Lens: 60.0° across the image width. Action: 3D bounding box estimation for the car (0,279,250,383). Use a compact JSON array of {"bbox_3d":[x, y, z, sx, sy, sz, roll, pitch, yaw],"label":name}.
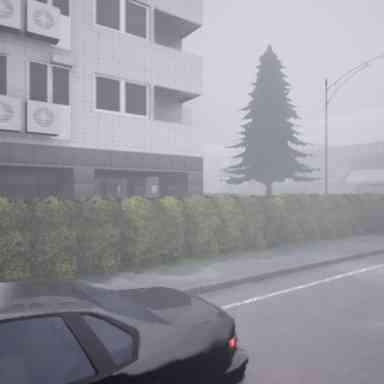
[{"bbox_3d":[-1.975,1.547,2.579,5.357,1.411,2.033,0,0,-35],"label":"car"}]
